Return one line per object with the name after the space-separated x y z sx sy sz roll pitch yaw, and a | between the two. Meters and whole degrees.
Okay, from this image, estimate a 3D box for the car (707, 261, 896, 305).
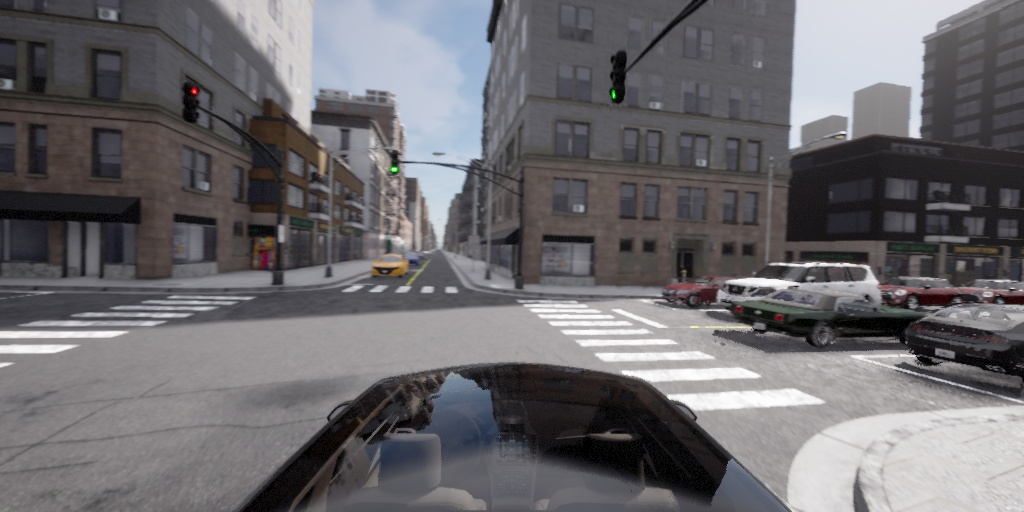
10.535 1.229 13.217 5.566 2.045 2.150 1 1 -11 | car

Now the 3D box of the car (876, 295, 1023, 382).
10.203 1.660 7.117 4.403 1.370 2.007 0 0 -11 | car

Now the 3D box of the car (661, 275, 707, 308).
8.562 1.477 15.480 4.207 1.307 1.802 0 0 -11 | car

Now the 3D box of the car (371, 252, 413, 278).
-8.318 0.615 24.811 1.882 1.535 5.008 2 2 -9 | car

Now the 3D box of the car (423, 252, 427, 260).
-14.951 -0.021 58.346 1.837 1.490 4.892 2 1 -11 | car

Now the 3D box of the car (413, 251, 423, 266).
-11.391 0.287 40.178 1.882 1.535 5.008 2 1 -11 | car

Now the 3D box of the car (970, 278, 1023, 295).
24.840 1.933 18.636 4.097 1.591 1.967 0 0 -11 | car

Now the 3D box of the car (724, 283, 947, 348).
8.592 1.600 9.696 4.718 1.301 1.895 2 1 -11 | car

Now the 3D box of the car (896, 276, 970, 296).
19.414 1.733 17.584 4.097 1.591 1.967 0 0 -11 | car
